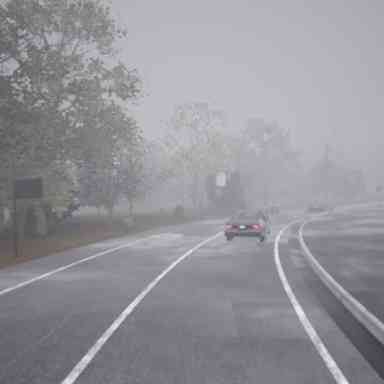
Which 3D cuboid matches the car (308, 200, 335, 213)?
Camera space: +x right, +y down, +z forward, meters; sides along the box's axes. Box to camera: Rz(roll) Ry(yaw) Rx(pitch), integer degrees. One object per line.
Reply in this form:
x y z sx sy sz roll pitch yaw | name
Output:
14.964 1.594 38.458 1.994 1.385 4.181 -5 -2 40 | car

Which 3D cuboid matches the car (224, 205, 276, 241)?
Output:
2.991 1.616 17.179 2.033 1.411 5.357 -1 -1 18 | car

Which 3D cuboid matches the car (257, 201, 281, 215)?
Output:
7.732 1.740 34.684 2.128 1.511 4.902 -4 -2 35 | car
